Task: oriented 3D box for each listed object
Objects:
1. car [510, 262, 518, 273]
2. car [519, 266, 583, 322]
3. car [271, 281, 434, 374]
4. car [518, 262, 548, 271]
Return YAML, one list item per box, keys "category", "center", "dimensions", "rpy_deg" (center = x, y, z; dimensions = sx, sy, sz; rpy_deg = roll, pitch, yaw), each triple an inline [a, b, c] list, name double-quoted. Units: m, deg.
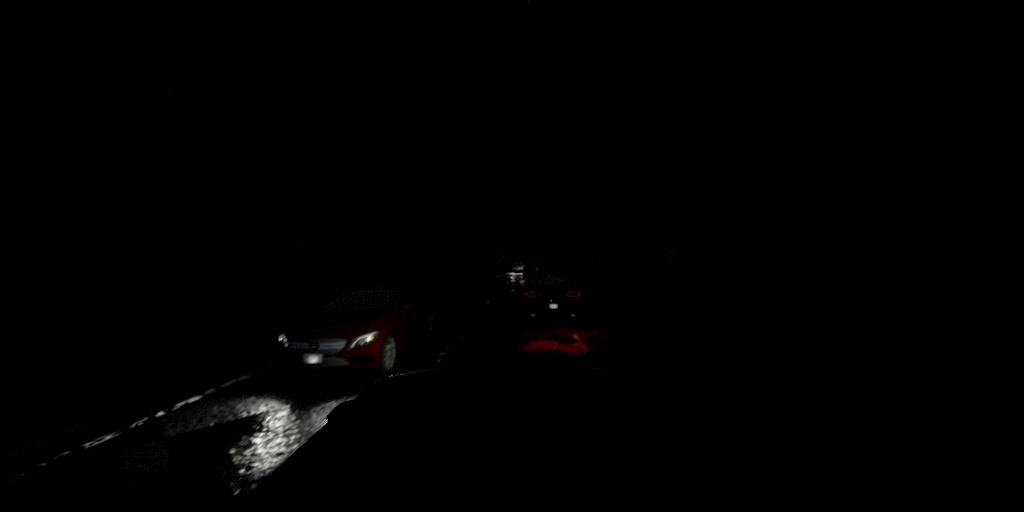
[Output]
- category: "car"
  center: [1.025, 1.541, 49.174]
  dimensions: [1.812, 1.442, 4.674]
  rpy_deg: [0, 0, 10]
- category: "car"
  center: [1.286, 1.294, 12.720]
  dimensions: [1.882, 1.535, 5.008]
  rpy_deg: [0, 0, 2]
- category: "car"
  center: [-2.968, 1.311, 7.783]
  dimensions: [1.812, 1.442, 4.674]
  rpy_deg: [0, 0, 2]
- category: "car"
  center: [2.167, 1.437, 35.747]
  dimensions: [2.128, 1.511, 4.902]
  rpy_deg: [0, 0, 8]
